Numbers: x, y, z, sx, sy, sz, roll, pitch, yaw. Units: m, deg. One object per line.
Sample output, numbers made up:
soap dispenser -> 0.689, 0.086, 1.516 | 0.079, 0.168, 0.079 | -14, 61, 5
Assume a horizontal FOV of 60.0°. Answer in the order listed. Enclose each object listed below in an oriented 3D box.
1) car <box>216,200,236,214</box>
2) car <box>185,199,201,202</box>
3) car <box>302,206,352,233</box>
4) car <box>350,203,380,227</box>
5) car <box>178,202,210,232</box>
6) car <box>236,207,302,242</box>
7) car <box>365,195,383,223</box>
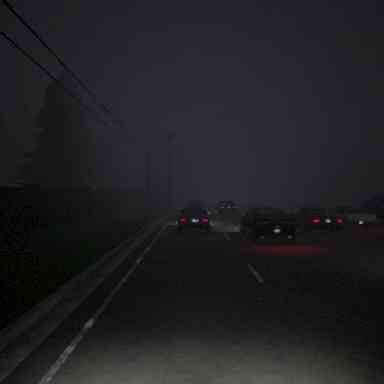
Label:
car -> 3.609, 1.572, 35.043 | 2.033, 1.411, 5.357 | 0, 0, 0
car -> 0.097, 1.554, 41.274 | 1.812, 1.442, 4.674 | 0, 0, 0
car -> 7.105, 1.561, 19.842 | 2.033, 1.411, 5.357 | 0, 0, 0
car -> 10.606, 1.617, 23.091 | 1.895, 1.301, 4.718 | 0, 0, 0
car -> 0.106, 1.561, 20.052 | 2.033, 1.411, 5.357 | 0, 0, 0
car -> 3.604, 1.489, 16.551 | 1.882, 1.535, 5.008 | 0, 0, 0
car -> 14.106, 1.238, 23.921 | 2.150, 2.045, 5.566 | 0, 0, 0
